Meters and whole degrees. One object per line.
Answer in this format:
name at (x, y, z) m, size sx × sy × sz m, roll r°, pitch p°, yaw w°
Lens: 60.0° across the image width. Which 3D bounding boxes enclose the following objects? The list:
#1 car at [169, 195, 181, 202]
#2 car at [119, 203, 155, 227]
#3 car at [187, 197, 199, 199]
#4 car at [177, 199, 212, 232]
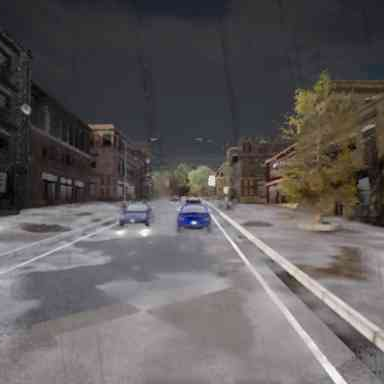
car at (-3.145, 1.288, 63.851) m, size 1.994 × 1.385 × 4.181 m, roll 0°, pitch 0°, yaw 3°
car at (-3.580, 1.464, 22.316) m, size 1.812 × 1.442 × 4.674 m, roll 0°, pitch 0°, yaw 0°
car at (0.135, 1.323, 40.893) m, size 1.882 × 1.535 × 5.008 m, roll 0°, pitch 0°, yaw 0°
car at (0.116, 1.431, 19.716) m, size 1.882 × 1.535 × 5.008 m, roll 0°, pitch 0°, yaw 0°
